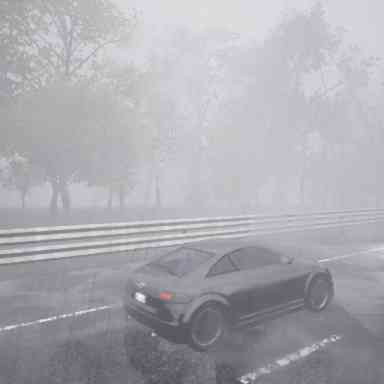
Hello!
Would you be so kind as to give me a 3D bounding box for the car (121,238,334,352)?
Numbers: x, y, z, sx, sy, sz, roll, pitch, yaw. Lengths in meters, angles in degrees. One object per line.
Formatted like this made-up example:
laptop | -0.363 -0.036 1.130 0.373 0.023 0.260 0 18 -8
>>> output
car | 0.815 1.593 6.309 4.181 1.385 1.994 0 0 -36
